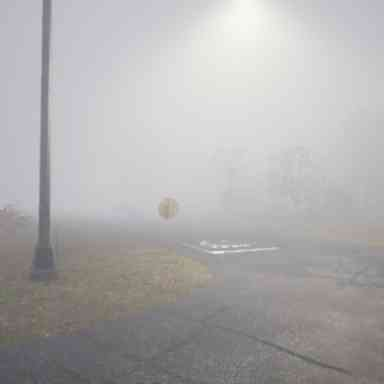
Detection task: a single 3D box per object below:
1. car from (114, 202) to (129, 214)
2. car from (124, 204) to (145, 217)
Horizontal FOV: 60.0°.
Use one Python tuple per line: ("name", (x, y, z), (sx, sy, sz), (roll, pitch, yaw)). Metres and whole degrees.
("car", (-12.349, 2.824, 58.808), (2.150, 2.045, 5.566), (1, -2, -23))
("car", (-8.413, 2.910, 49.594), (1.994, 1.385, 4.181), (1, -2, -22))
